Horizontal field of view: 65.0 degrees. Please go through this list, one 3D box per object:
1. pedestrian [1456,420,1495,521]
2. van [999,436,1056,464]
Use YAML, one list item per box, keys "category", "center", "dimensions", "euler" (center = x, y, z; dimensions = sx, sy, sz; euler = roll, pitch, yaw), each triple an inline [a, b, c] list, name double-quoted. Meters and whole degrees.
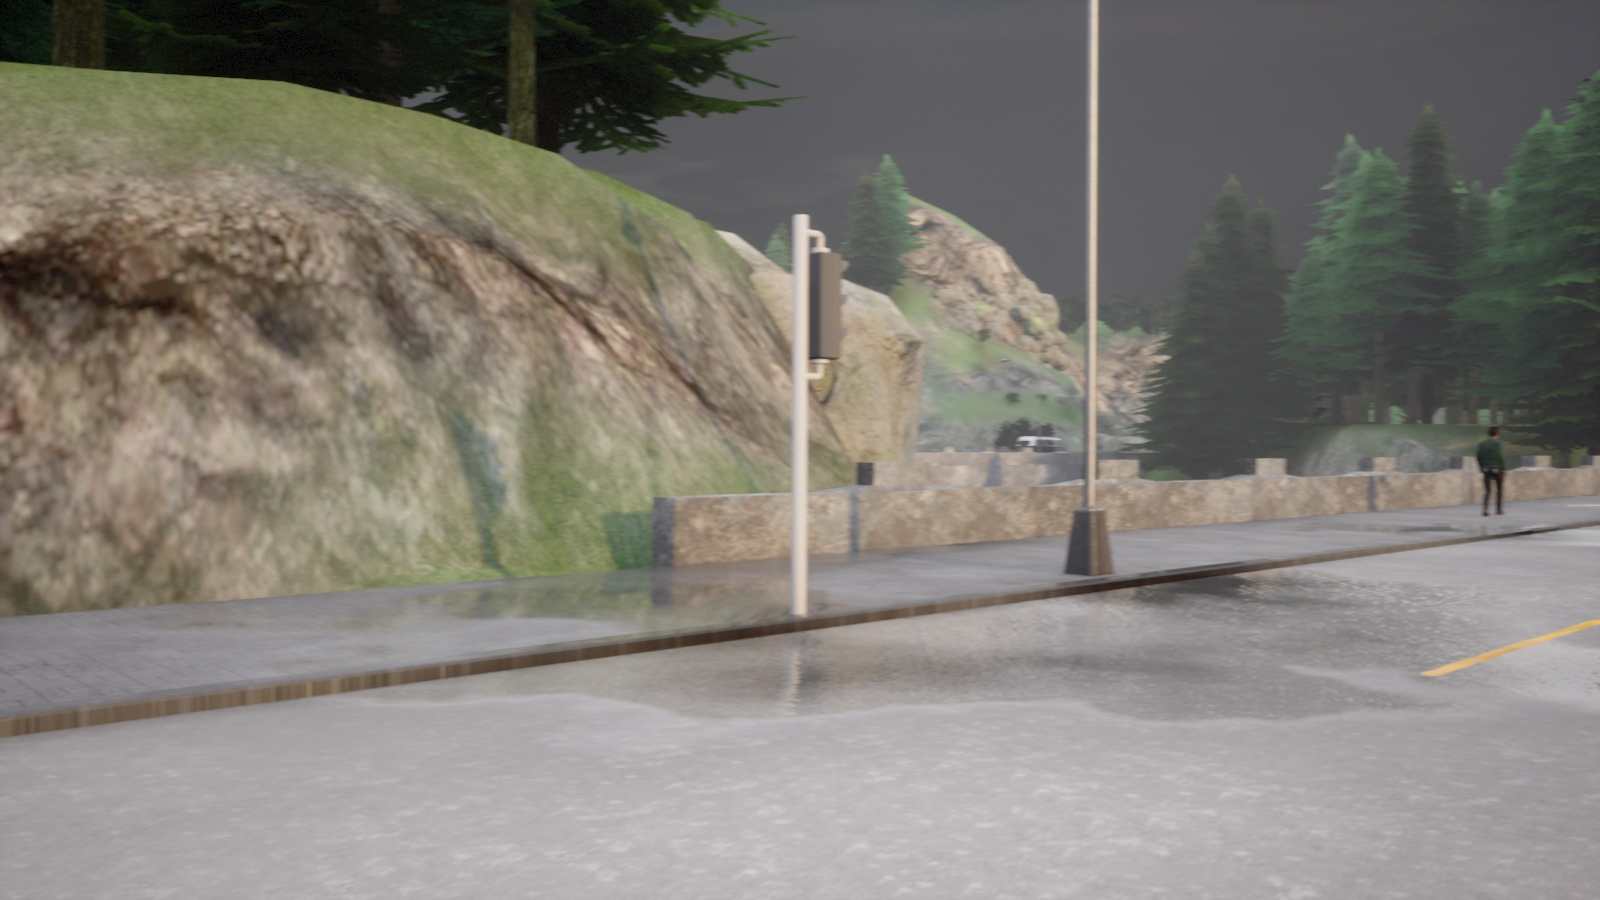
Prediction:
- category: "pedestrian"
  center: [13.325, 0.398, 24.781]
  dimensions: [0.788, 1.949, 0.423]
  euler: [0, 0, -43]
- category: "van"
  center: [17.579, -0.003, 97.046]
  dimensions: [4.480, 2.038, 2.069]
  euler: [0, 0, -43]
